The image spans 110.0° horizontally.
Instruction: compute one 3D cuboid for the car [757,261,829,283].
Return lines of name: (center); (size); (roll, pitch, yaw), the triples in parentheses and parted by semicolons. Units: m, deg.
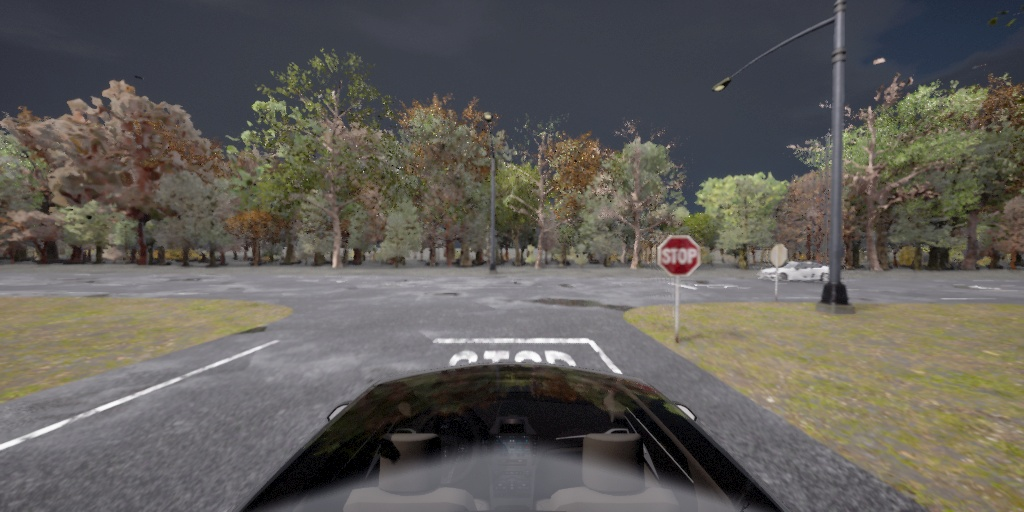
car: (19.496, 1.090, 24.615); (4.674, 1.442, 1.812); (-1, 1, 0)
